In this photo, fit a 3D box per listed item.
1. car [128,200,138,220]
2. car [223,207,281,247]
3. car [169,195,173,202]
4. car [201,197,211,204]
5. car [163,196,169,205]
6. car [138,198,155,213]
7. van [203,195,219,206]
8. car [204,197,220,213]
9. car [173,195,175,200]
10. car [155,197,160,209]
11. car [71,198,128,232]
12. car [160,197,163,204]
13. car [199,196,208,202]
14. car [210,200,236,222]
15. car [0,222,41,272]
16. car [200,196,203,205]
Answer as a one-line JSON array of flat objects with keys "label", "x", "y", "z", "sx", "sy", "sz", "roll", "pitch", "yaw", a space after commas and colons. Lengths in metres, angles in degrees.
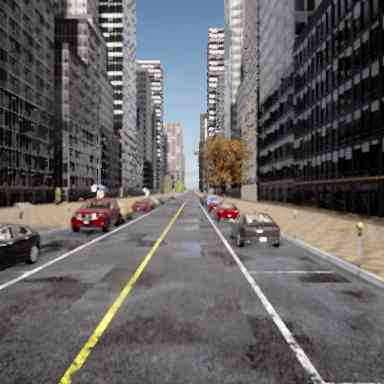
[{"label": "car", "x": -5.692, "y": 1.539, "z": 25.902, "sx": 1.752, "sy": 1.417, "sz": 4.829, "roll": 0, "pitch": 0, "yaw": 0}, {"label": "car", "x": 2.689, "y": 1.558, "z": 14.735, "sx": 2.008, "sy": 1.369, "sz": 4.403, "roll": 0, "pitch": 0, "yaw": 0}, {"label": "car", "x": -5.690, "y": 1.614, "z": 71.416, "sx": 1.802, "sy": 1.307, "sz": 4.206, "roll": 0, "pitch": 0, "yaw": 0}, {"label": "car", "x": 2.690, "y": 1.612, "z": 65.747, "sx": 1.802, "sy": 1.307, "sz": 4.206, "roll": 0, "pitch": 0, "yaw": 0}, {"label": "car", "x": -5.691, "y": 1.595, "z": 60.079, "sx": 1.947, "sy": 1.339, "sz": 4.313, "roll": 0, "pitch": 0, "yaw": 0}, {"label": "car", "x": -5.691, "y": 1.564, "z": 37.408, "sx": 1.887, "sy": 1.381, "sz": 4.507, "roll": 0, "pitch": 0, "yaw": 0}, {"label": "van", "x": 2.689, "y": 1.362, "z": 43.074, "sx": 1.690, "sy": 1.788, "sz": 3.998, "roll": 0, "pitch": 0, "yaw": 0}, {"label": "car", "x": 2.689, "y": 1.564, "z": 37.407, "sx": 1.887, "sy": 1.381, "sz": 4.507, "roll": 0, "pitch": 0, "yaw": 0}, {"label": "car", "x": -5.690, "y": 1.604, "z": 94.088, "sx": 1.947, "sy": 1.339, "sz": 4.313, "roll": 0, "pitch": 0, "yaw": 0}, {"label": "car", "x": -5.691, "y": 1.588, "z": 43.076, "sx": 1.947, "sy": 1.339, "sz": 4.313, "roll": 0, "pitch": 0, "yaw": 0}, {"label": "car", "x": -5.692, "y": 1.326, "z": 20.404, "sx": 2.192, "sy": 1.841, "sz": 5.009, "roll": 0, "pitch": 0, "yaw": 0}, {"label": "car", "x": -5.691, "y": 1.550, "z": 48.574, "sx": 1.752, "sy": 1.417, "sz": 4.829, "roll": 0, "pitch": 0, "yaw": 0}, {"label": "car", "x": 2.690, "y": 1.599, "z": 77.083, "sx": 1.947, "sy": 1.339, "sz": 4.313, "roll": 0, "pitch": 0, "yaw": 0}, {"label": "car", "x": 2.689, "y": 1.558, "z": 26.071, "sx": 1.887, "sy": 1.381, "sz": 4.507, "roll": 0, "pitch": 0, "yaw": 0}, {"label": "car", "x": -5.692, "y": 1.556, "z": 9.068, "sx": 2.008, "sy": 1.369, "sz": 4.403, "roll": 0, "pitch": 0, "yaw": 0}, {"label": "car", "x": 2.690, "y": 1.575, "z": 48.743, "sx": 2.008, "sy": 1.369, "sz": 4.403, "roll": 0, "pitch": 0, "yaw": 0}]
